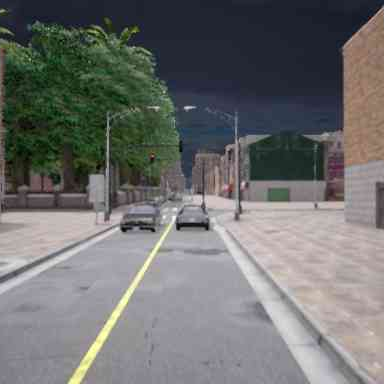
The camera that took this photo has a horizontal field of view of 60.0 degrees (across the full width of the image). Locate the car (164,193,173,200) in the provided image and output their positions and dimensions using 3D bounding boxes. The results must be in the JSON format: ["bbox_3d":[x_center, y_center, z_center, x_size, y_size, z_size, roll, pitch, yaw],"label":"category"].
[{"bbox_3d":[-5.692,1.020,82.541,1.967,1.590,4.097,1,0,0],"label":"car"}]

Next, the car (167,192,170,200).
[{"bbox_3d":[-5.536,1.221,60.741,1.947,1.339,4.313,1,0,0],"label":"car"}]

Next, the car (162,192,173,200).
[{"bbox_3d":[-5.650,0.910,77.090,2.192,1.841,5.009,1,0,0],"label":"car"}]

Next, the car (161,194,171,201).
[{"bbox_3d":[-5.616,1.194,71.641,1.802,1.307,4.206,1,0,0],"label":"car"}]

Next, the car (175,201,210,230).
[{"bbox_3d":[0.052,1.438,19.977,1.994,1.385,4.181,0,0,1],"label":"car"}]

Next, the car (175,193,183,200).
[{"bbox_3d":[-3.043,1.066,78.555,1.812,1.442,4.674,0,0,0],"label":"car"}]

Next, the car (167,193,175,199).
[{"bbox_3d":[-5.772,0.998,93.441,1.967,1.590,4.097,1,0,0],"label":"car"}]

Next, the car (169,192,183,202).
[{"bbox_3d":[-2.955,1.000,62.482,2.097,1.767,4.553,0,0,0],"label":"car"}]

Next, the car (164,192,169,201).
[{"bbox_3d":[-5.496,1.231,55.291,2.008,1.369,4.403,1,0,0],"label":"car"}]

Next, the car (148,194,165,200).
[{"bbox_3d":[-5.471,1.266,48.155,2.008,1.369,4.403,1,0,0],"label":"car"}]

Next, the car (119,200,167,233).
[{"bbox_3d":[-2.756,1.426,19.162,2.033,1.411,5.357,0,0,1],"label":"car"}]
